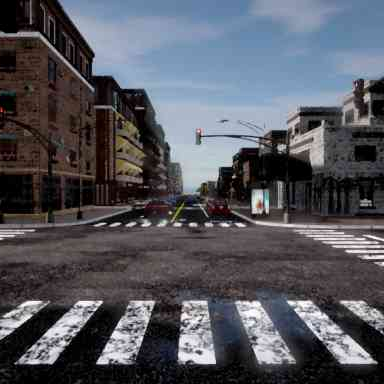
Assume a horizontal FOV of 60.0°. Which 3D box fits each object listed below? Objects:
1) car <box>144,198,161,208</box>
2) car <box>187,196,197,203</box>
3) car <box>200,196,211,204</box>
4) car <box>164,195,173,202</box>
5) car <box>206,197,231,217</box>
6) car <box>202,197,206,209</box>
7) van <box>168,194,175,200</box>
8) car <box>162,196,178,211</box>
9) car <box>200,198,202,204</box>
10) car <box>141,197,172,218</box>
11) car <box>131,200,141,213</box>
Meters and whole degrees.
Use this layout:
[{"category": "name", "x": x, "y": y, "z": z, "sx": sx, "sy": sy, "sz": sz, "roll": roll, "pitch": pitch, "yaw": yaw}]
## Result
[{"category": "car", "x": -5.786, "y": 1.571, "z": 48.912, "sx": 2.008, "sy": 1.369, "sz": 4.403, "roll": 0, "pitch": 0, "yaw": 0}, {"category": "car", "x": -0.041, "y": 1.593, "z": 70.303, "sx": 2.033, "sy": 1.411, "sz": 5.357, "roll": 0, "pitch": 0, "yaw": 0}, {"category": "car", "x": 2.563, "y": 1.591, "z": 66.030, "sx": 2.008, "sy": 1.369, "sz": 4.403, "roll": -1, "pitch": 0, "yaw": 0}, {"category": "car", "x": -5.850, "y": 1.592, "z": 82.921, "sx": 1.752, "sy": 1.417, "sz": 4.829, "roll": -1, "pitch": 0, "yaw": 0}, {"category": "car", "x": 2.625, "y": 1.446, "z": 31.849, "sx": 1.967, "sy": 1.590, "sz": 4.097, "roll": 0, "pitch": 0, "yaw": 0}, {"category": "car", "x": 2.605, "y": 1.597, "z": 43.243, "sx": 1.802, "sy": 1.307, "sz": 4.206, "roll": 0, "pitch": 0, "yaw": 0}, {"category": "van", "x": -5.873, "y": 1.430, "z": 94.485, "sx": 1.690, "sy": 1.788, "sz": 3.998, "roll": -1, "pitch": 0, "yaw": 0}, {"category": "car", "x": -3.170, "y": 1.560, "z": 40.965, "sx": 2.033, "sy": 1.411, "sz": 5.357, "roll": 0, "pitch": 0, "yaw": 0}, {"category": "car", "x": 2.594, "y": 1.571, "z": 48.940, "sx": 2.008, "sy": 1.369, "sz": 4.403, "roll": 0, "pitch": 0, "yaw": 0}, {"category": "car", "x": -3.154, "y": 1.483, "z": 30.631, "sx": 1.882, "sy": 1.535, "sz": 5.008, "roll": 0, "pitch": 0, "yaw": 0}, {"category": "car", "x": -5.765, "y": 1.561, "z": 37.518, "sx": 2.008, "sy": 1.369, "sz": 4.403, "roll": 0, "pitch": 0, "yaw": 0}]
